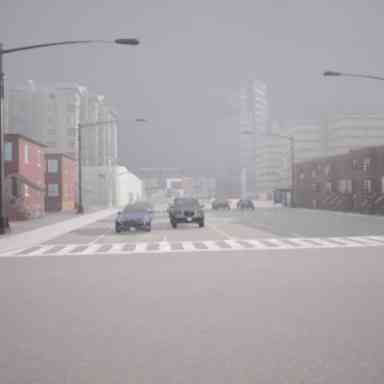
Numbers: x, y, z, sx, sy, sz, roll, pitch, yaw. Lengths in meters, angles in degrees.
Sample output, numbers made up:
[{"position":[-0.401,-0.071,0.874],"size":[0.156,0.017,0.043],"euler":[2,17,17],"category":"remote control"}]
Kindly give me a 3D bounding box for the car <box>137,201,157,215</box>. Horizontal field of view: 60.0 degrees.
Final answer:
[{"position":[-5.455,1.924,40.658],"size":[2.128,1.511,4.902],"euler":[-1,0,-5],"category":"car"}]

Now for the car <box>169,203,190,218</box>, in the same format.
[{"position":[-1.350,1.884,34.450],"size":[1.994,1.385,4.181],"euler":[-1,0,-5],"category":"car"}]

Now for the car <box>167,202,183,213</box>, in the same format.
[{"position":[-2.307,2.022,44.678],"size":[1.895,1.301,4.718],"euler":[-1,0,-5],"category":"car"}]

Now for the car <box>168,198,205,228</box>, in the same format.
[{"position":[-0.417,1.443,24.488],"size":[2.150,2.045,5.566],"euler":[-1,0,-5],"category":"car"}]

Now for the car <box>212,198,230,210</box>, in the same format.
[{"position":[4.282,1.723,50.155],"size":[2.097,1.767,4.553],"euler":[-1,-1,-5],"category":"car"}]

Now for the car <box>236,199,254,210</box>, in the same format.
[{"position":[7.878,1.821,49.467],"size":[1.837,1.490,4.892],"euler":[-1,0,-4],"category":"car"}]

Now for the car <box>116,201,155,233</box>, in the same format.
[{"position":[-3.650,1.595,21.582],"size":[2.097,1.767,4.553],"euler":[-1,0,-6],"category":"car"}]

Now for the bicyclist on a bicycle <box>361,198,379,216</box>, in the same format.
[{"position":[15.683,1.329,29.278],"size":[1.656,1.620,0.582],"euler":[-1,0,-5],"category":"bicyclist on a bicycle"}]
